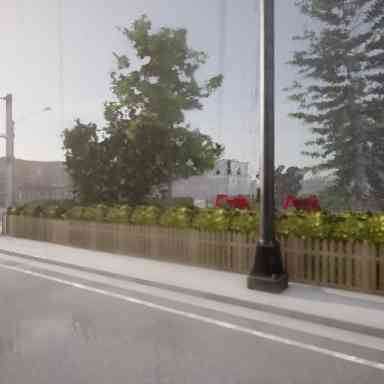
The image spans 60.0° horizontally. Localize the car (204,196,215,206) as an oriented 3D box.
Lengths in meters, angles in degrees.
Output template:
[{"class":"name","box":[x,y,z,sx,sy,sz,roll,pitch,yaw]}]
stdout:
[{"class":"car","box":[3.765,1.466,52.319,1.837,1.490,4.892,0,0,36]}]
